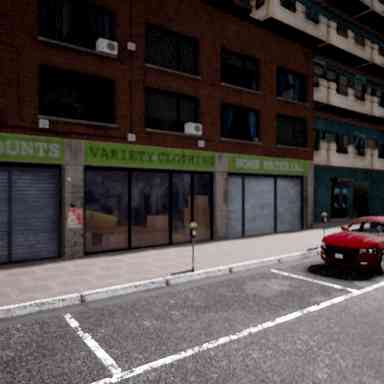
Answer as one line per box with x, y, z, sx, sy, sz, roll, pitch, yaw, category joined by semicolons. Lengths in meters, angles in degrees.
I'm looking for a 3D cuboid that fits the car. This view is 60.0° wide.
5.764;1.445;10.207;4.507;1.381;1.887;-1;1;-36;car
